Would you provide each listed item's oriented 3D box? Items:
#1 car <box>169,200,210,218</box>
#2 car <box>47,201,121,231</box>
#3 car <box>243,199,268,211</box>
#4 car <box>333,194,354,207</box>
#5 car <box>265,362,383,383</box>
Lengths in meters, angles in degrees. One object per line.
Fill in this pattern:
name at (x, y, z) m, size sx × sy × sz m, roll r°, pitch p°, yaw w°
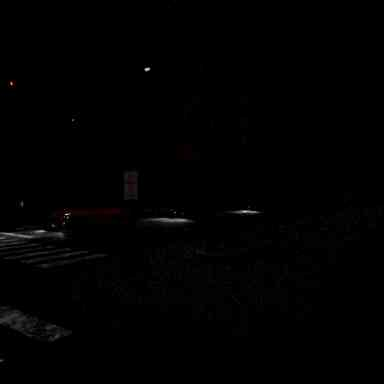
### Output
car at (-0.068, 1.544, 30.373) m, size 1.837 × 1.490 × 4.892 m, roll 0°, pitch 0°, yaw 35°
car at (-6.704, 1.370, 21.012) m, size 2.097 × 1.767 × 4.553 m, roll 0°, pitch 0°, yaw 35°
car at (7.981, 1.629, 41.690) m, size 1.994 × 1.385 × 4.181 m, roll 0°, pitch 0°, yaw 36°
car at (24.099, 1.347, 52.878) m, size 2.150 × 2.045 × 5.566 m, roll 0°, pitch 0°, yaw 35°
car at (2.194, 1.551, 1.277) m, size 4.403 × 1.369 × 2.008 m, roll 0°, pitch 0°, yaw 36°
